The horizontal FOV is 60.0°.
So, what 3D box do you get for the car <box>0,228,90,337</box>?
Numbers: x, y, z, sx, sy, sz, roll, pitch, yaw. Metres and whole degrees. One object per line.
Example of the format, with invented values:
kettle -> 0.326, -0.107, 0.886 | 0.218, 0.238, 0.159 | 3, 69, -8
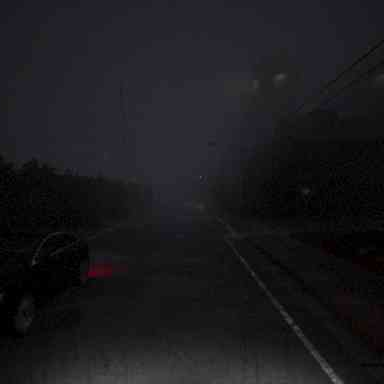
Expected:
car -> -3.573, 1.557, 6.844 | 2.128, 1.511, 4.902 | 0, -1, 0
